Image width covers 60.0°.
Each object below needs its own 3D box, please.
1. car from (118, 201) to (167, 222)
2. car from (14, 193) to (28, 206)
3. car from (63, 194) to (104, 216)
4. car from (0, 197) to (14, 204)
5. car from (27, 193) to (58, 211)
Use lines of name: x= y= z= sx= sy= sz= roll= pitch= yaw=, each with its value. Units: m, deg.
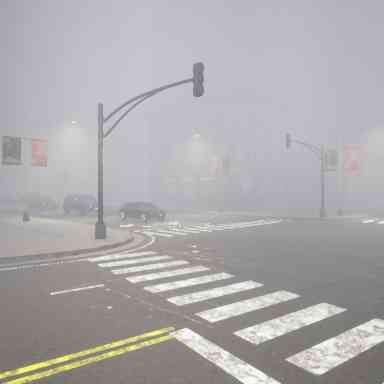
car: x=-4.004 y=1.495 z=26.430 sx=1.837 sy=1.490 sz=4.892 roll=0 pitch=0 yaw=-44
car: x=-26.051 y=1.198 z=53.403 sx=5.566 sy=2.045 sz=2.150 roll=0 pitch=0 yaw=45
car: x=-11.017 y=1.207 z=33.459 sx=2.150 sy=2.045 sz=5.566 roll=0 pitch=0 yaw=-45
car: x=-33.634 y=1.531 z=60.996 sx=1.994 sy=1.385 sz=4.181 roll=0 pitch=0 yaw=-45
car: x=-18.112 y=1.333 z=40.576 sx=2.097 sy=1.767 sz=4.553 roll=0 pitch=0 yaw=-45
